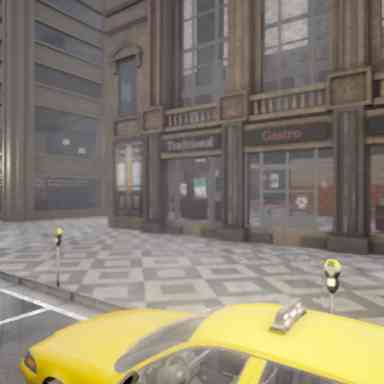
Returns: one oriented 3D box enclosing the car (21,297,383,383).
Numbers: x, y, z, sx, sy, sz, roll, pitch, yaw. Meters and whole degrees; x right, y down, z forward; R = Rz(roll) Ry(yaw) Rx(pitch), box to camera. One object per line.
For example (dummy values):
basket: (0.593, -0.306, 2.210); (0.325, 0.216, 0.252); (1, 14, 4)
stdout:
car: (0.493, 1.519, 2.612); (4.829, 1.417, 1.752); (0, 0, 35)
